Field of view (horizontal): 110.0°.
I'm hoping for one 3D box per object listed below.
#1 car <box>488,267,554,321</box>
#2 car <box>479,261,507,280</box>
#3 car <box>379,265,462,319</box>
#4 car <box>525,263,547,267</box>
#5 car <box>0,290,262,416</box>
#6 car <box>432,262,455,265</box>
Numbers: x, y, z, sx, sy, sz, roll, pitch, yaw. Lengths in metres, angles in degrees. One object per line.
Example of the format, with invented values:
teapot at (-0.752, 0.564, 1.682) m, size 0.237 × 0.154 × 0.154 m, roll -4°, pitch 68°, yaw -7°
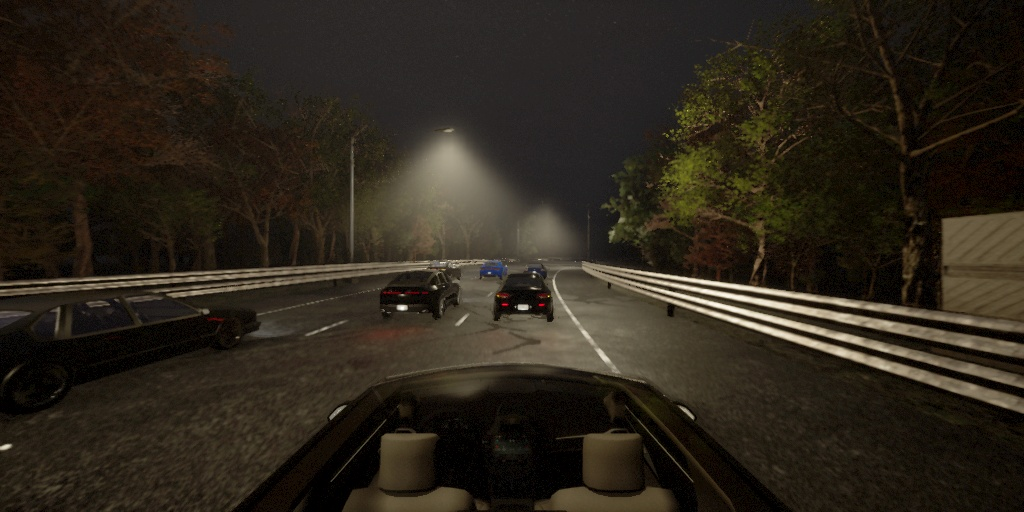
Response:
car at (0.405, 1.272, 12.337) m, size 1.812 × 1.442 × 4.674 m, roll 0°, pitch 0°, yaw 2°
car at (-1.508, 1.202, 31.043) m, size 1.882 × 1.535 × 5.008 m, roll 0°, pitch 0°, yaw 7°
car at (-3.062, 1.240, 12.756) m, size 1.837 × 1.490 × 4.892 m, roll 0°, pitch 0°, yaw 3°
car at (2.117, 1.306, 31.775) m, size 1.994 × 1.385 × 4.181 m, roll 0°, pitch 0°, yaw 7°
car at (-6.825, 1.281, 5.892) m, size 2.033 × 1.411 × 5.357 m, roll 0°, pitch 0°, yaw 1°
car at (-5.335, 1.201, 28.405) m, size 2.128 × 1.511 × 4.902 m, roll 0°, pitch 0°, yaw 6°
